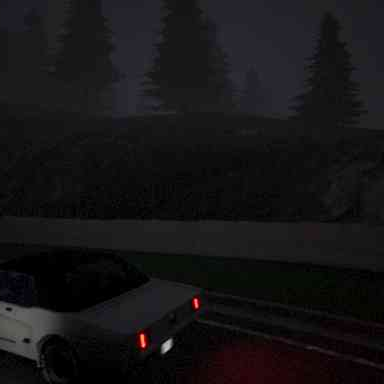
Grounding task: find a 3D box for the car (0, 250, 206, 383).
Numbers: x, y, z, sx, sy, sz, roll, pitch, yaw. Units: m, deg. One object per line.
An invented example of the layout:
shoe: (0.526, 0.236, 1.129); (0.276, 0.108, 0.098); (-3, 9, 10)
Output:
car: (-2.293, 1.598, 5.079); (4.718, 1.301, 1.895); (0, 0, 26)
